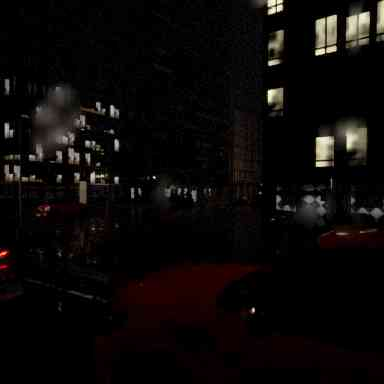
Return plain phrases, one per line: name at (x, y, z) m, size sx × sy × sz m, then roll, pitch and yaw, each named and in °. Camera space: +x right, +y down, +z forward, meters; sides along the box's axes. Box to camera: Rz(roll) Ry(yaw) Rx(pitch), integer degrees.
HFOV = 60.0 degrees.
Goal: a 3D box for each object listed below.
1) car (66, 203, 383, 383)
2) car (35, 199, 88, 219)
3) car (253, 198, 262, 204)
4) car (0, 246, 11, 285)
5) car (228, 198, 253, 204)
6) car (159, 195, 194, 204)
car at (1.707, 1.222, 2.468) m, size 5.566 × 2.045 × 2.150 m, roll 0°, pitch 0°, yaw 35°
car at (-11.720, 1.413, 30.067) m, size 2.097 × 1.767 × 4.553 m, roll 1°, pitch 0°, yaw 37°
car at (11.548, 1.793, 56.003) m, size 2.033 × 1.411 × 5.357 m, roll 1°, pitch 0°, yaw 37°
car at (-6.195, 1.522, 8.086) m, size 4.674 × 1.442 × 1.812 m, roll 0°, pitch 0°, yaw 35°
car at (7.841, 1.709, 56.215) m, size 2.128 × 1.511 × 4.902 m, roll 1°, pitch 0°, yaw 37°
car at (-1.963, 1.360, 43.187) m, size 2.150 × 2.045 × 5.566 m, roll 1°, pitch 0°, yaw 37°
